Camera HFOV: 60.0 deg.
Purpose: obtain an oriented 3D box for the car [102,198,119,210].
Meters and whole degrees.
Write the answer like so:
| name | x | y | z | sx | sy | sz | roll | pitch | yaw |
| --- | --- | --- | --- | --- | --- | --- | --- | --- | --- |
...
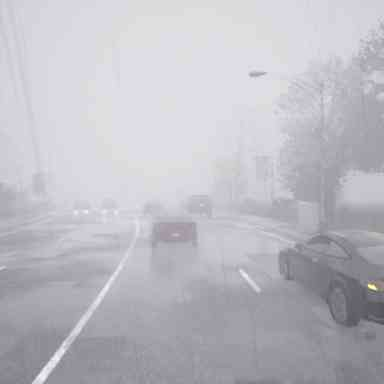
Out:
| name | x | y | z | sx | sy | sz | roll | pitch | yaw |
| --- | --- | --- | --- | --- | --- | --- | --- | --- | --- |
| car | -10.964 | 1.526 | 44.523 | 1.837 | 1.490 | 4.892 | 0 | 0 | -18 |

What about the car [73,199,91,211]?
| name | x | y | z | sx | sy | sz | roll | pitch | yaw |
| --- | --- | --- | --- | --- | --- | --- | --- | --- | --- |
| car | -13.810 | 1.585 | 41.874 | 1.994 | 1.385 | 4.181 | 0 | 0 | -17 |

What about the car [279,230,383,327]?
| name | x | y | z | sx | sy | sz | roll | pitch | yaw |
| --- | --- | --- | --- | --- | --- | --- | --- | --- | --- |
| car | 3.293 | 1.519 | 6.921 | 1.812 | 1.442 | 4.674 | 0 | 0 | -3 |

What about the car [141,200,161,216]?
| name | x | y | z | sx | sy | sz | roll | pitch | yaw |
| --- | --- | --- | --- | --- | --- | --- | --- | --- | --- |
| car | -3.923 | 1.489 | 32.985 | 1.882 | 1.535 | 5.008 | 0 | 0 | -13 |

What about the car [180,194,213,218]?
| name | x | y | z | sx | sy | sz | roll | pitch | yaw |
| --- | --- | --- | --- | --- | --- | --- | --- | --- | --- |
| car | 0.282 | 1.228 | 30.279 | 2.150 | 2.045 | 5.566 | 0 | 0 | -12 |

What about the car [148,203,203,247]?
| name | x | y | z | sx | sy | sz | roll | pitch | yaw |
| --- | --- | --- | --- | --- | --- | --- | --- | --- | --- |
| car | -0.885 | 1.481 | 15.194 | 1.882 | 1.535 | 5.008 | 0 | 0 | -6 |
